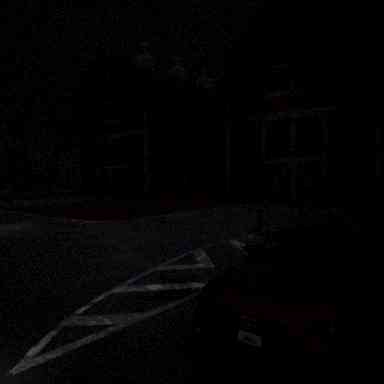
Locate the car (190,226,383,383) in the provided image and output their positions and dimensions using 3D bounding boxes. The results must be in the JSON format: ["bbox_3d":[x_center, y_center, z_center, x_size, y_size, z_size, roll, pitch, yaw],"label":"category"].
[{"bbox_3d":[1.834,1.270,5.062,1.994,1.381,4.181,1,3,38],"label":"car"}]
